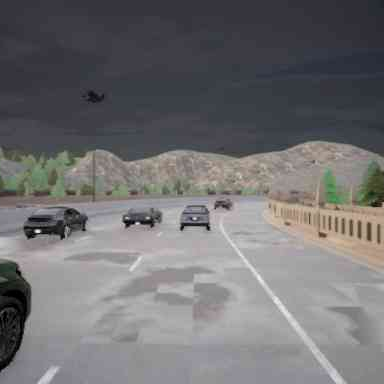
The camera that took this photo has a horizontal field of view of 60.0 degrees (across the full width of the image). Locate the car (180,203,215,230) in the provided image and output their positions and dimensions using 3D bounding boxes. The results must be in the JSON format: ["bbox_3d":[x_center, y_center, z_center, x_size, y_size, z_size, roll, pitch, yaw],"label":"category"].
[{"bbox_3d":[0.291,1.548,21.208,2.033,1.411,5.357,0,0,3],"label":"car"}]

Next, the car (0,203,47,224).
[{"bbox_3d":[-13.514,1.601,25.953,1.895,1.301,4.718,0,0,6],"label":"car"}]

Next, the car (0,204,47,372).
[{"bbox_3d":[-3.400,1.221,2.473,2.150,2.045,5.566,0,0,0],"label":"car"}]

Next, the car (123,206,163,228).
[{"bbox_3d":[-3.132,1.601,22.264,1.895,1.301,4.718,0,0,4],"label":"car"}]

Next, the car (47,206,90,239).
[{"bbox_3d":[-6.836,1.505,17.281,1.837,1.490,4.892,0,0,1],"label":"car"}]

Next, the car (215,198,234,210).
[{"bbox_3d":[4.089,1.506,42.286,1.837,1.490,4.892,0,0,17],"label":"car"}]
